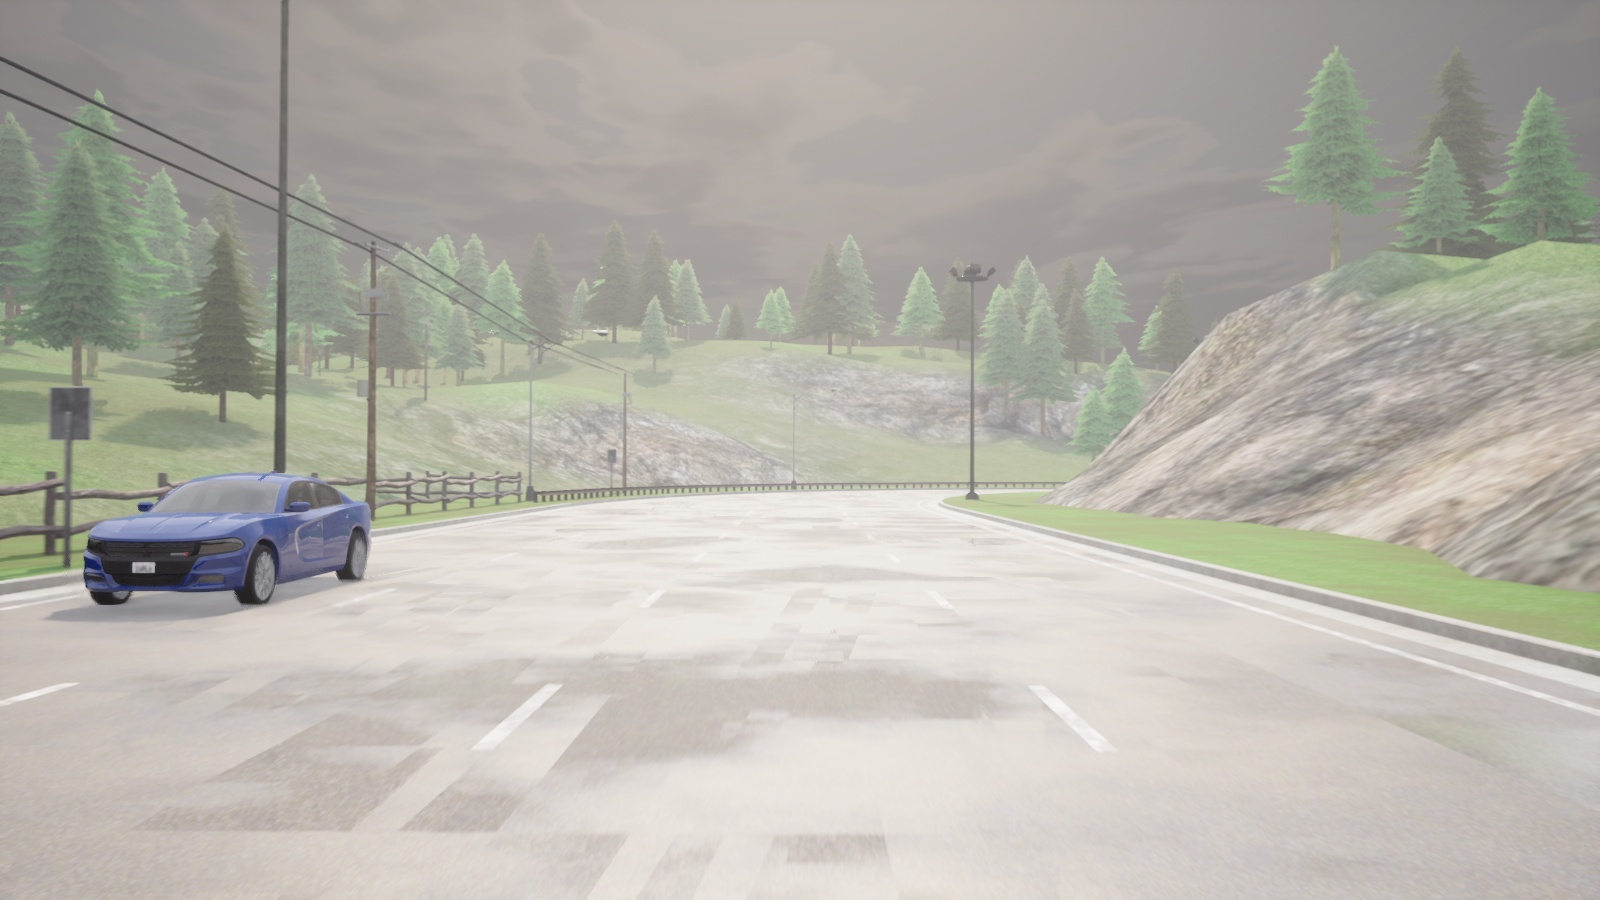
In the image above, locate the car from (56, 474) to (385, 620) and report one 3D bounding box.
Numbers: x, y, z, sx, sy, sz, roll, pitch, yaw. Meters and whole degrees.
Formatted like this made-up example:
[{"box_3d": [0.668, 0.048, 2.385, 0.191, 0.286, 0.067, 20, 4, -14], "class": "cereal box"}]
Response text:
[{"box_3d": [-7.038, 1.087, 15.963, 1.882, 1.535, 5.008, 0, -1, 0], "class": "car"}]
